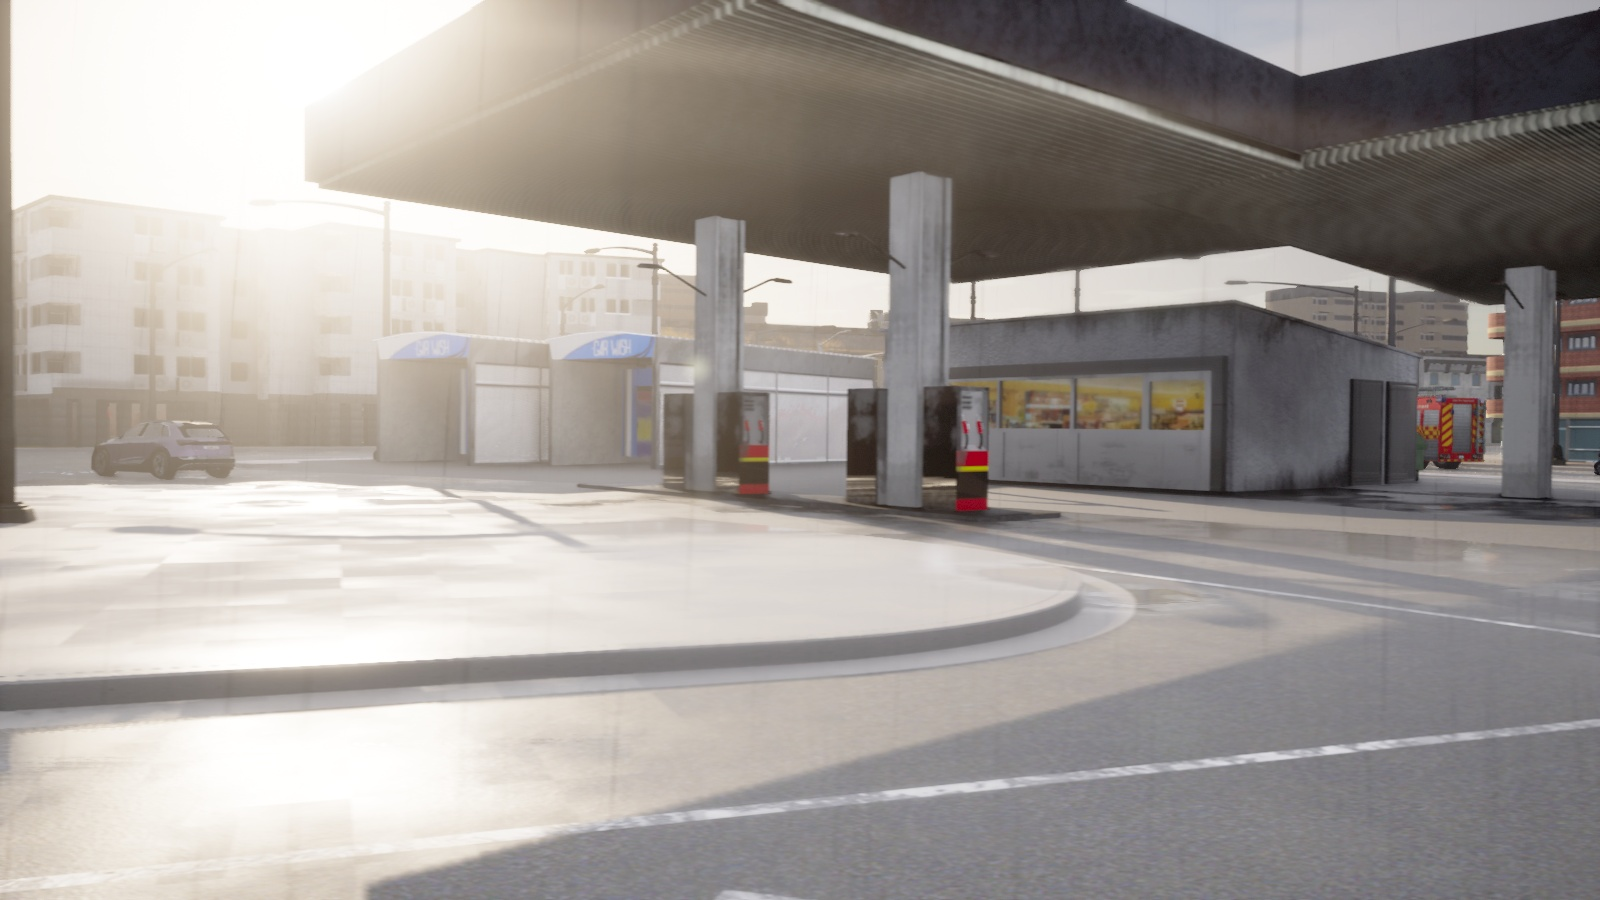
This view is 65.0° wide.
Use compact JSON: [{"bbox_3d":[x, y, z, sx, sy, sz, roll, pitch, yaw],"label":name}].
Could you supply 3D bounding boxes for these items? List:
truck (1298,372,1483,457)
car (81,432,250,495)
[{"bbox_3d":[28.713,-1.680,61.609,2.891,3.827,8.468,-1,1,-22],"label":"truck"},{"bbox_3d":[-17.906,0.346,35.377,4.856,1.649,2.033,0,1,32],"label":"car"}]
